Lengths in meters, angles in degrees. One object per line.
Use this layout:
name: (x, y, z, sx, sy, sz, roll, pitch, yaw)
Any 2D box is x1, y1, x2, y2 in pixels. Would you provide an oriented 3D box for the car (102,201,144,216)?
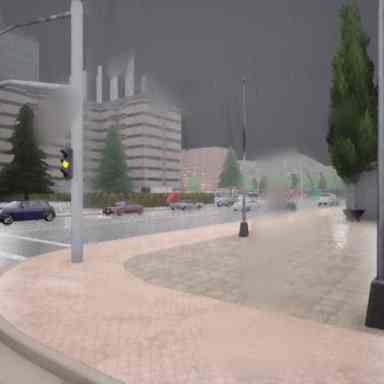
car: (-6.636, 1.562, 32.426, 1.994, 1.385, 4.181, 0, 0, 36)

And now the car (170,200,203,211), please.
car: (-0.665, 1.599, 40.619, 1.895, 1.301, 4.718, 0, 0, 36)

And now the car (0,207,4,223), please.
car: (-11.073, 1.503, 14.069, 1.837, 1.490, 4.892, 0, 0, 36)

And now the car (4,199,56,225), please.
car: (-12.480, 1.350, 24.376, 2.097, 1.767, 4.553, 0, 0, 36)

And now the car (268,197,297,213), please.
car: (10.353, 1.563, 37.587, 1.994, 1.385, 4.181, 0, 0, 36)

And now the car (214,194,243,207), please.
car: (5.484, 1.503, 49.009, 1.837, 1.490, 4.892, 0, 0, 37)

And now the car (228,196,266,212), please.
car: (6.334, 1.524, 38.010, 1.812, 1.442, 4.674, 0, 0, 36)

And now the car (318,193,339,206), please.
car: (22.090, 1.214, 53.728, 2.150, 2.045, 5.566, 0, -1, 36)
